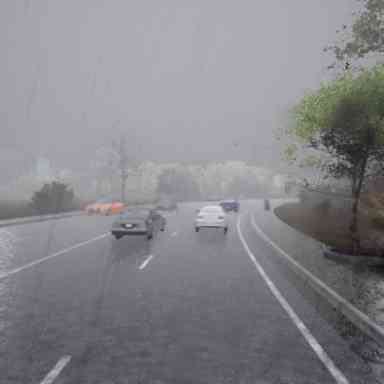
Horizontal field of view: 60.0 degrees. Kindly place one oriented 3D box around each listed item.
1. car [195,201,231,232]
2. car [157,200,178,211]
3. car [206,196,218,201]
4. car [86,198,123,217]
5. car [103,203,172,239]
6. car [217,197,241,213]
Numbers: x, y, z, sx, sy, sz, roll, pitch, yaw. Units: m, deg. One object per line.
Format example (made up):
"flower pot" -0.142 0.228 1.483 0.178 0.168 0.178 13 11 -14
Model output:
"car" 1.271 1.533 20.195 1.812 1.442 4.674 0 0 6
"car" -2.971 1.562 37.843 1.994 1.385 4.181 0 0 13
"car" 4.480 1.514 69.822 1.895 1.301 4.718 0 0 25
"car" -7.972 1.337 30.765 2.097 1.767 4.553 0 0 10
"car" -2.584 1.546 17.304 2.033 1.411 5.357 0 0 5
"car" 4.414 1.498 37.886 1.882 1.535 5.008 0 0 13
